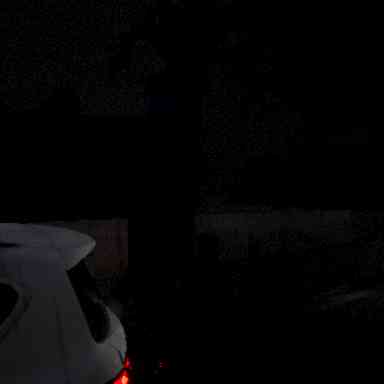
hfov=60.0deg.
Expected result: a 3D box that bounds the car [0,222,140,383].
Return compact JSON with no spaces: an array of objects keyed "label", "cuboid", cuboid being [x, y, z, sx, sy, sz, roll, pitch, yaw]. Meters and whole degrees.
[{"label":"car","cuboid":[-2.862,1.209,1.027,5.566,2.045,2.150,1,0,-35]}]
